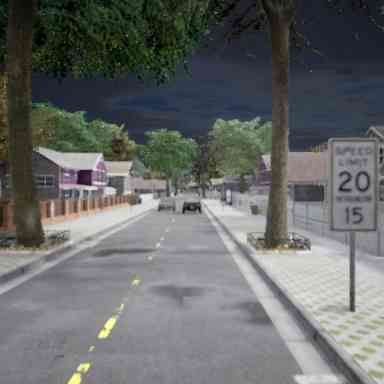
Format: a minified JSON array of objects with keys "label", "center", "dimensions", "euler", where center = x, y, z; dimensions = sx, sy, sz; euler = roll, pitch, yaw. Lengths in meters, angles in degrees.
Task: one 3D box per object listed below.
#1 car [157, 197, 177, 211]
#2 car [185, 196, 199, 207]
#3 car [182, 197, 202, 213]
[{"label":"car","center":[-2.751,1.331,37.257],"dimensions":[1.837,1.490,4.892],"euler":[0,0,0]},{"label":"car","center":[0.036,1.344,47.050],"dimensions":[1.994,1.385,4.181],"euler":[0,0,1]},{"label":"car","center":[0.006,1.319,33.927],"dimensions":[1.882,1.535,5.008],"euler":[0,0,0]}]
